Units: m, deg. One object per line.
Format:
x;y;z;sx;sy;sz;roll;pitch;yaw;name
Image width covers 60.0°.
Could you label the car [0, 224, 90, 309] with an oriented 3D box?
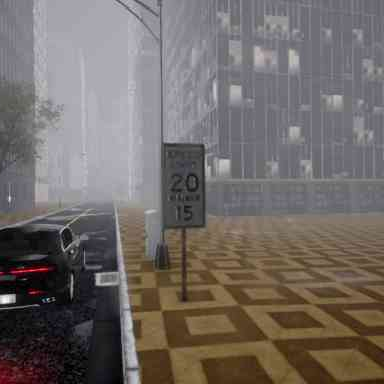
-3.608;1.509;7.811;1.837;1.490;4.892;-1;0;-13;car
